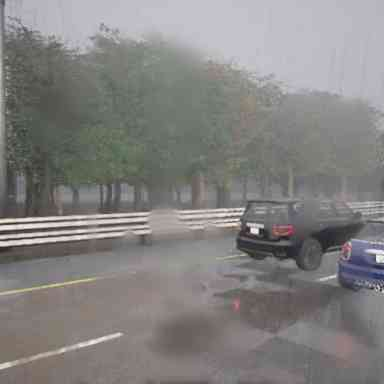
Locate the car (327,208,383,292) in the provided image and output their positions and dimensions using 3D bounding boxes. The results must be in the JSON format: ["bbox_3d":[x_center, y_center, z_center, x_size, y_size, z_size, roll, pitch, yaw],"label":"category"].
[{"bbox_3d":[5.406,1.298,7.602,4.553,1.767,2.097,0,0,-35],"label":"car"}]

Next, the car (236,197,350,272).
[{"bbox_3d":[3.935,1.163,10.852,5.566,2.045,2.150,0,0,-35],"label":"car"}]
